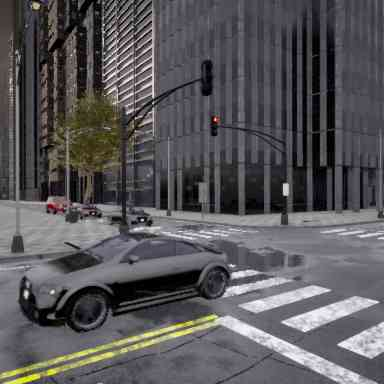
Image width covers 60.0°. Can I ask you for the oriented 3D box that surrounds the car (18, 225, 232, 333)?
[{"bbox_3d":[-1.197,1.564,6.827,4.181,1.385,1.994,0,0,-36],"label":"car"}]

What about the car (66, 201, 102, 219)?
[{"bbox_3d":[-10.211,1.817,31.995,1.994,1.385,4.181,0,0,-36],"label":"car"}]

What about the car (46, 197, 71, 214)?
[{"bbox_3d":[-16.113,1.573,40.326,2.150,2.045,5.566,0,0,-35],"label":"car"}]

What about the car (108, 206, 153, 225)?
[{"bbox_3d":[-4.489,1.728,23.960,1.994,1.385,4.181,0,0,-35],"label":"car"}]
